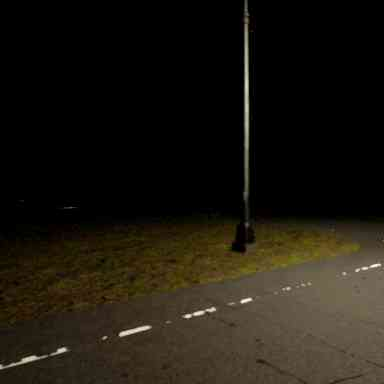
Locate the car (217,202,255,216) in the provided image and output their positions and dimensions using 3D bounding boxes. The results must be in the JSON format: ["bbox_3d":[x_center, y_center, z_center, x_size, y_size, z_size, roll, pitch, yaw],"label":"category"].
[{"bbox_3d":[4.897,1.927,37.957,1.882,1.535,5.008,2,-2,-36],"label":"car"}]

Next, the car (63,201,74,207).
[{"bbox_3d":[-28.560,2.781,76.761,2.128,1.511,4.902,2,-2,-28],"label":"car"}]
